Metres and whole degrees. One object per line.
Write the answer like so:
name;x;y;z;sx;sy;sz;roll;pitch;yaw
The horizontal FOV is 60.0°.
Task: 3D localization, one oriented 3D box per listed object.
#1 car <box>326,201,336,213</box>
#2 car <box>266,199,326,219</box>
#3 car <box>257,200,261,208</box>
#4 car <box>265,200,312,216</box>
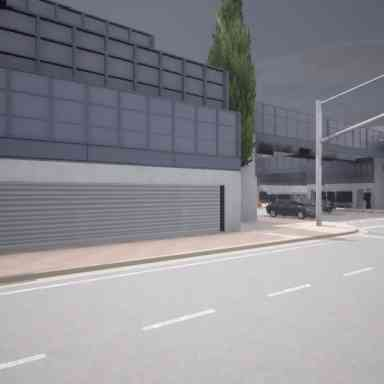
car;12.808;1.505;35.474;1.837;1.490;4.892;0;0;-37
car;8.705;1.505;28.915;1.837;1.490;4.892;0;0;-37
car;7.730;1.477;48.108;1.882;1.535;5.008;0;0;-37
car;9.673;1.564;33.468;1.994;1.385;4.181;0;0;-37
